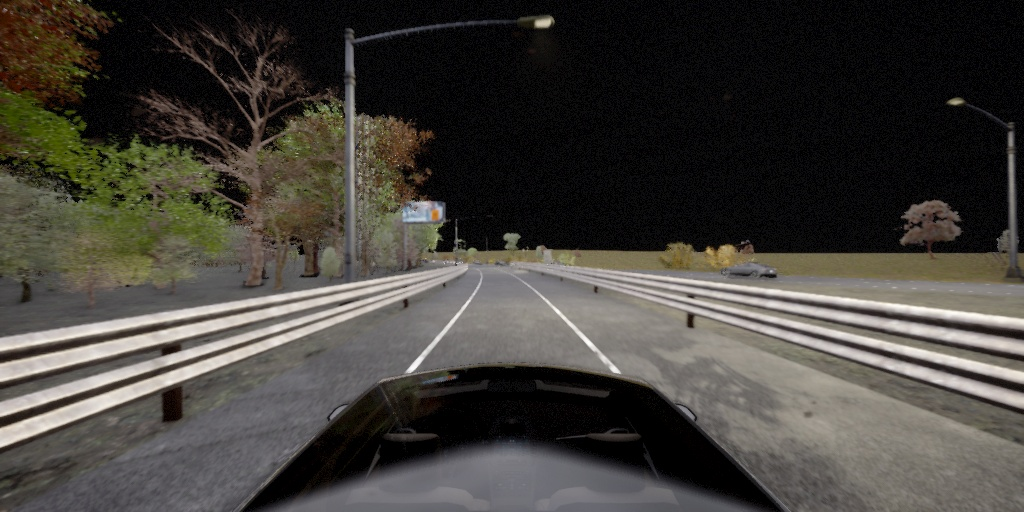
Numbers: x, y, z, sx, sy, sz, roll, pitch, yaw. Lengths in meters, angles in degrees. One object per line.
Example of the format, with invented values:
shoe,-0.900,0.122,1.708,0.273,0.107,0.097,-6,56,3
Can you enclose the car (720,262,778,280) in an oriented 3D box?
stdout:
car,20.040,1.222,30.552,1.994,1.385,4.181,0,0,-21

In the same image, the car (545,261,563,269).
car,7.428,1.555,64.255,2.128,1.511,4.902,0,0,-21
